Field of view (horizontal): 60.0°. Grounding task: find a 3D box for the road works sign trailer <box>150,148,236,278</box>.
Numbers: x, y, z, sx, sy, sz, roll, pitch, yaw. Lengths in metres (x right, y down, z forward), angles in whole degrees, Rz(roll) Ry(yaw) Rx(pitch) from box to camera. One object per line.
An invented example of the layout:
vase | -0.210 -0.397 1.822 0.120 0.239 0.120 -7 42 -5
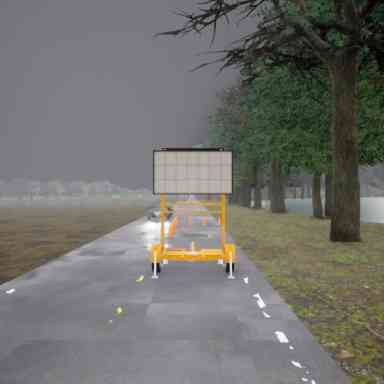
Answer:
road works sign trailer | 0.031 0.475 10.113 2.380 3.560 2.880 0 0 0

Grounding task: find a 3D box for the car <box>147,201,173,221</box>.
car | -2.659 1.558 28.308 2.128 1.511 4.902 0 0 0

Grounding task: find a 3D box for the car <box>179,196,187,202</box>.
car | -2.462 1.910 90.157 2.097 1.767 4.553 0 -1 0
